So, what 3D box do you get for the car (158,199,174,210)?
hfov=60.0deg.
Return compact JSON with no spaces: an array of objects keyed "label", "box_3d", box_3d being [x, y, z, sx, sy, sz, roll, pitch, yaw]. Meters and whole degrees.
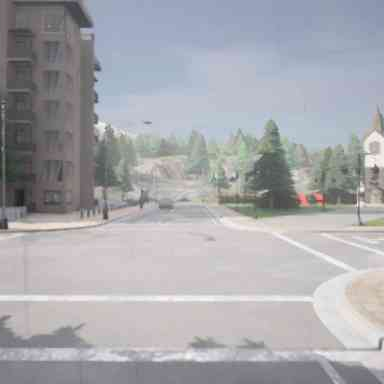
[{"label":"car","box_3d":[-3.497,1.666,45.662,1.882,1.535,5.008,0,1,0]}]
